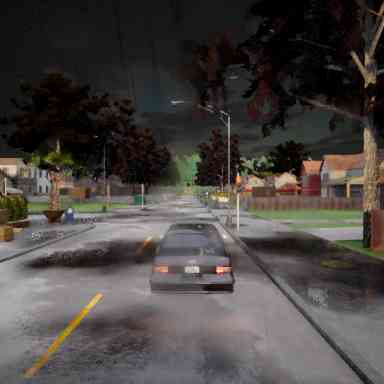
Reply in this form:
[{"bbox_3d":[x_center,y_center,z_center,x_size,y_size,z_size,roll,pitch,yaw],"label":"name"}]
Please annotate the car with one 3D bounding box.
[{"bbox_3d":[0.016,1.547,8.935,2.033,1.411,5.357,0,0,0],"label":"car"}]
